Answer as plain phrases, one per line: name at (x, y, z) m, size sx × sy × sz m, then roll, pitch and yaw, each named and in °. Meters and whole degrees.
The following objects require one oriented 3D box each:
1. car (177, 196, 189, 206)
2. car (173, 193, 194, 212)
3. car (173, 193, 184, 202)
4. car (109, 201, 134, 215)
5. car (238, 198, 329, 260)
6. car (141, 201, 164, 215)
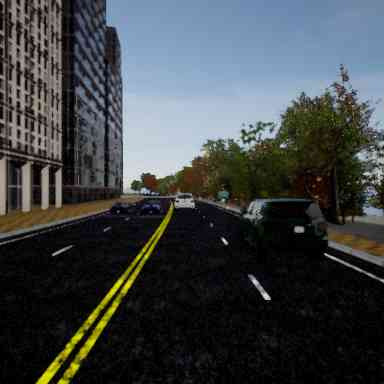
car at (-1.565, 1.436, 54.744) m, size 1.882 × 1.535 × 5.008 m, roll 0°, pitch 0°, yaw -3°
car at (-0.894, 1.195, 38.967) m, size 2.150 × 2.045 × 5.566 m, roll 0°, pitch 0°, yaw -2°
car at (-2.954, 1.156, 73.580) m, size 2.150 × 2.045 × 5.566 m, roll 0°, pitch 0°, yaw -5°
car at (-7.193, 1.584, 34.388) m, size 1.895 × 1.301 × 4.718 m, roll 0°, pitch 0°, yaw -2°
car at (3.155, 1.216, 12.575) m, size 2.150 × 2.045 × 5.566 m, roll 0°, pitch 0°, yaw -1°
car at (-3.917, 1.584, 33.407) m, size 1.895 × 1.301 × 4.718 m, roll 0°, pitch 0°, yaw -2°
